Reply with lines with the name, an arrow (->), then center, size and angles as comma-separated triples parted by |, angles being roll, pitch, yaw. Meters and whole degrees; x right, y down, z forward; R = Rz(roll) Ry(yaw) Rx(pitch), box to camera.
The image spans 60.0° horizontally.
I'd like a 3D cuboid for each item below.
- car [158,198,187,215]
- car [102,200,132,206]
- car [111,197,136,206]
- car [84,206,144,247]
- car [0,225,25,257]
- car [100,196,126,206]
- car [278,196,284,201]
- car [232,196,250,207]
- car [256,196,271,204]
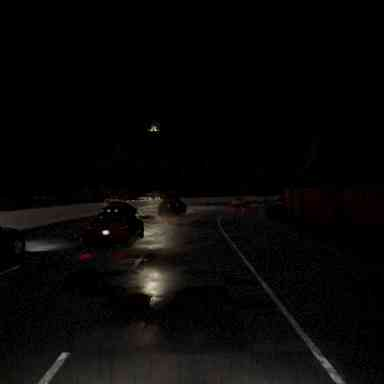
car -> -1.903, 1.358, 33.802 | 2.097, 1.767, 4.553 | 0, 0, 9
car -> -6.239, 1.552, 28.711 | 2.033, 1.411, 5.357 | 0, 0, 6
car -> -11.072, 1.534, 54.328 | 1.812, 1.442, 4.674 | 0, 0, 20
car -> -3.386, 1.566, 15.095 | 1.994, 1.385, 4.181 | 0, 0, 0
car -> -6.899, 1.506, 9.983 | 1.837, 1.490, 4.892 | 0, 0, 0
car -> -13.595, 1.487, 57.586 | 1.882, 1.535, 5.008 | 0, 0, 21
car -> 21.644, 1.468, 76.449 | 1.895, 1.301, 4.718 | 0, 0, 42
car -> 7.552, 1.464, 50.856 | 1.801, 1.575, 5.366 | 0, 0, 22
car -> 14.230, 1.515, 66.542 | 1.812, 1.442, 4.674 | 0, 0, 33
